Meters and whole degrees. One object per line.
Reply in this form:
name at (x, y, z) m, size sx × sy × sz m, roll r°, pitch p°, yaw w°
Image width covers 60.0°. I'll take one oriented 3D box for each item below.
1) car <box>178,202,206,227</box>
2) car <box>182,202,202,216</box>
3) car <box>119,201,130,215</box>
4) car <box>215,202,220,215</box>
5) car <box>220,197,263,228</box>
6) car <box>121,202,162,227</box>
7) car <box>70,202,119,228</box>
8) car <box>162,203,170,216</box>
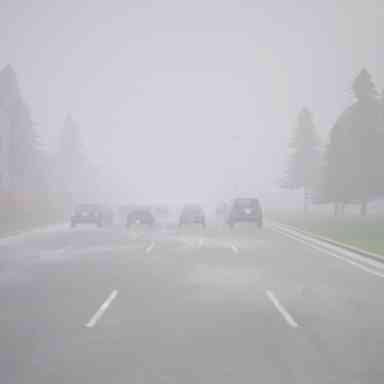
car at (0.004, 1.654, 24.070) m, size 2.128 × 1.511 × 4.902 m, roll 0°, pitch 0°, yaw 0°
car at (0.040, 1.808, 36.393) m, size 1.994 × 1.385 × 4.181 m, roll 0°, pitch 0°, yaw 1°
car at (-6.959, 1.770, 36.709) m, size 1.812 × 1.442 × 4.674 m, roll 0°, pitch 0°, yaw 1°
car at (3.542, 1.772, 36.706) m, size 1.812 × 1.442 × 4.674 m, roll 0°, pitch 0°, yaw 1°
car at (3.498, 1.379, 23.433) m, size 2.150 × 2.045 × 5.566 m, roll 0°, pitch 0°, yaw 0°
car at (-3.497, 1.667, 23.967) m, size 1.837 × 1.490 × 4.892 m, roll 0°, pitch 0°, yaw 0°
car at (-7.001, 1.511, 23.848) m, size 2.097 × 1.767 × 4.553 m, roll 0°, pitch 0°, yaw 0°
car at (-3.468, 1.843, 36.145) m, size 1.895 × 1.301 × 4.718 m, roll 0°, pitch 0°, yaw 1°
